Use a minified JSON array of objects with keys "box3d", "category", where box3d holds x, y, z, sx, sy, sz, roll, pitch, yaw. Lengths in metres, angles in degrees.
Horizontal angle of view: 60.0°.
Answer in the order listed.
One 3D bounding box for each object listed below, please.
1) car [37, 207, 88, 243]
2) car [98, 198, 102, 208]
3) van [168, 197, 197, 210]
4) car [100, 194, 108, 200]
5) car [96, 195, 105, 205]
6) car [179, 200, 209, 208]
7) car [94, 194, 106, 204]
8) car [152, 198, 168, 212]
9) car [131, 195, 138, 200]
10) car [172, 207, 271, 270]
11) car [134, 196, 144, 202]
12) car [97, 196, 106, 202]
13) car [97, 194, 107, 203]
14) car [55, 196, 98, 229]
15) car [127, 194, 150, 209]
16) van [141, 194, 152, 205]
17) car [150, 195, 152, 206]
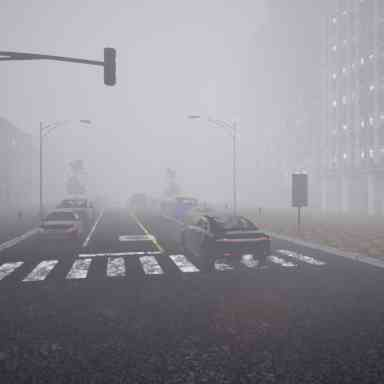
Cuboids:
[{"box3d":[-6.216,1.585,15.978,1.802,1.307,4.206,0,0,-13],"category":"car"},{"box3d":[-10.085,1.558,32.175,2.008,1.369,4.403,0,0,-13],"category":"car"},{"box3d":[-0.643,1.348,28.726,1.690,1.788,3.998,0,0,-13],"category":"van"},{"box3d":[-24.268,1.466,91.567,1.967,1.590,4.097,0,0,-13],"category":"car"},{"box3d":[-13.913,1.537,48.208,1.752,1.417,4.829,0,0,-13],"category":"car"},{"box3d":[0.605,1.531,23.491,1.752,1.417,4.829,0,0,-13],"category":"car"},{"box3d":[-17.820,1.331,64.571,2.192,1.841,5.009,0,0,-13],"category":"car"},{"box3d":[-3.224,1.560,39.523,2.008,1.369,4.403,0,0,-13],"category":"car"},{"box3d":[-16.157,1.552,93.681,1.752,1.417,4.829,0,0,-13],"category":"car"},{"box3d":[0.891,1.494,11.121,2.128,1.511,4.902,0,0,-13],"category":"car"},{"box3d":[-12.250,1.586,77.318,1.947,1.339,4.313,0,0,-13],"category":"car"},{"box3d":[-20.361,1.545,75.204,1.752,1.417,4.829,0,0,-13],"category":"car"},{"box3d":[-16.532,1.565,59.171,2.008,1.369,4.403,0,0,-13],"category":"car"},{"box3d":[-7.504,1.319,21.377,2.192,1.841,5.009,0,0,-13],"category":"car"},{"box3d":[-7.621,1.233,46.785,2.150,2.045,5.566,0,0,-13],"category":"car"},{"box3d":[-8.379,1.356,61.121,1.690,1.788,3.998,0,0,-13],"category":"van"},{"box3d":[-5.802,1.578,50.322,1.947,1.339,4.313,0,0,-13],"category":"car"}]
